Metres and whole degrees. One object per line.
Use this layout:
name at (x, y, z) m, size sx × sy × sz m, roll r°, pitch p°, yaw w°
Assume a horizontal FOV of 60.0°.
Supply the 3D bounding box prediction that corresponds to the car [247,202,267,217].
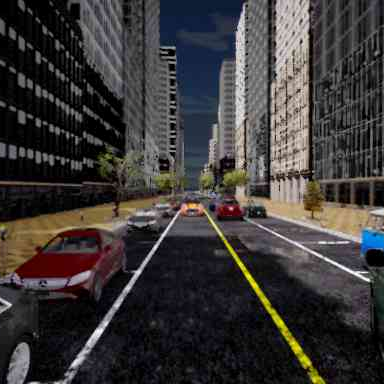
car at (5.722, 1.562, 30.801) m, size 2.008 × 1.369 × 4.403 m, roll 0°, pitch 0°, yaw 0°

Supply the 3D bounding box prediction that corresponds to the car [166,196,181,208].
car at (-2.636, 1.438, 47.863) m, size 1.967 × 1.590 × 4.097 m, roll 0°, pitch 0°, yaw 0°

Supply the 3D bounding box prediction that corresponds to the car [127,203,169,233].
car at (-2.675, 1.548, 19.446) m, size 2.008 × 1.369 × 4.403 m, roll 0°, pitch 0°, yaw 0°

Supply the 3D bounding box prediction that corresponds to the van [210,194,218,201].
van at (5.800, 1.349, 87.637) m, size 1.690 × 1.788 × 3.998 m, roll 0°, pitch 0°, yaw 0°

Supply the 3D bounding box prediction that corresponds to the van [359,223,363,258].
van at (5.688, 1.351, 8.066) m, size 1.690 × 1.788 × 3.998 m, roll 0°, pitch 0°, yaw 0°

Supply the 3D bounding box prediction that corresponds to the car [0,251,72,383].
car at (-2.699, 1.547, 2.395) m, size 2.008 × 1.369 × 4.403 m, roll 0°, pitch 0°, yaw 0°

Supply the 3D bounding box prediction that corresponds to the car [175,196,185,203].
car at (-2.603, 1.562, 70.598) m, size 1.947 × 1.339 × 4.313 m, roll 0°, pitch 0°, yaw 0°

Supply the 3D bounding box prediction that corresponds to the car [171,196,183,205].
car at (-2.619, 1.523, 59.061) m, size 1.752 × 1.417 × 4.829 m, roll 0°, pitch 0°, yaw 0°

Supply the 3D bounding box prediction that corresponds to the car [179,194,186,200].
car at (-2.571, 1.433, 93.333) m, size 1.967 × 1.590 × 4.097 m, roll 0°, pitch 0°, yaw 0°

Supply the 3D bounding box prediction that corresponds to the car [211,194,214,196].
car at (5.777, 1.450, 70.587) m, size 1.967 × 1.590 × 4.097 m, roll 0°, pitch 0°, yaw 0°

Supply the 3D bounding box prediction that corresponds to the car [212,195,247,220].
car at (3.091, 1.359, 28.272) m, size 2.097 × 1.767 × 4.553 m, roll 0°, pitch 0°, yaw 1°

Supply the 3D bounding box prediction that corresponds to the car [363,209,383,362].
car at (2.858, 1.225, 2.750) m, size 2.150 × 2.045 × 5.566 m, roll -1°, pitch 0°, yaw 24°

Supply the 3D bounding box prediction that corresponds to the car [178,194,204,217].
car at (0.042, 1.354, 31.669) m, size 2.097 × 1.767 × 4.553 m, roll 0°, pitch 0°, yaw 0°

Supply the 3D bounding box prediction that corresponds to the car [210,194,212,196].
car at (5.792, 1.449, 81.954) m, size 1.967 × 1.590 × 4.097 m, roll 0°, pitch 0°, yaw 0°

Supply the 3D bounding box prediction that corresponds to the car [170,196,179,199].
car at (-2.643, 1.579, 42.180) m, size 1.802 × 1.307 × 4.206 m, roll 0°, pitch 0°, yaw 0°

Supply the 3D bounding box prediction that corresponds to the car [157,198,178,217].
car at (-2.659, 1.548, 30.812) m, size 2.008 × 1.369 × 4.403 m, roll 0°, pitch 0°, yaw 0°

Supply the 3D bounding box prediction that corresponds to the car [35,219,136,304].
car at (-2.690, 1.578, 8.078) m, size 1.802 × 1.307 × 4.206 m, roll 0°, pitch 0°, yaw 0°

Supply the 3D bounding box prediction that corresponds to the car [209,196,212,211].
car at (3.083, 1.571, 40.378) m, size 1.994 × 1.385 × 4.181 m, roll 0°, pitch 0°, yaw 1°
